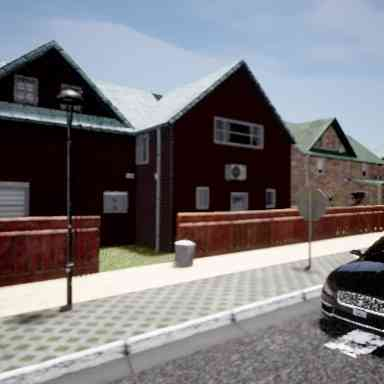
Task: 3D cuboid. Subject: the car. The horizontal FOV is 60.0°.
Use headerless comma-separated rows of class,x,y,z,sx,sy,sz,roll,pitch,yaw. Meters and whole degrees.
car,4.398,1.503,6.231,4.892,1.490,1.837,0,0,-36
